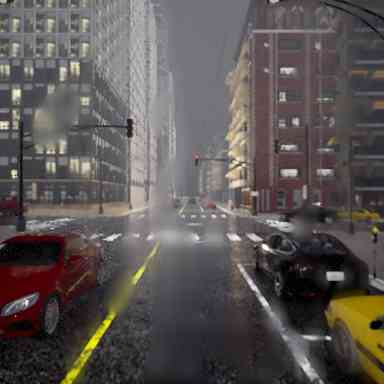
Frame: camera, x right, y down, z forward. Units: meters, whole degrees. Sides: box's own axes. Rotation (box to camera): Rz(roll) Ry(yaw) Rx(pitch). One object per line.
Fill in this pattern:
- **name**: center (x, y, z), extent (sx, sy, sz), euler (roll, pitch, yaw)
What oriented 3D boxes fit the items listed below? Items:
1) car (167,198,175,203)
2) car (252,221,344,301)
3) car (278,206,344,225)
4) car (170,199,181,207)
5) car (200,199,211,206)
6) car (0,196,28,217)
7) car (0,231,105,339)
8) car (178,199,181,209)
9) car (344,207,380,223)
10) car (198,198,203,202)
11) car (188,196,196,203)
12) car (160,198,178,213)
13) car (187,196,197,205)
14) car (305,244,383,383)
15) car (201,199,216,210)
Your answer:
- **car**: center (-5.662, 2.319, 91.508), extent (2.008, 1.369, 4.403), euler (0, -1, 0)
- **car**: center (2.694, 1.633, 8.325), extent (1.947, 1.339, 4.313), euler (0, 0, 0)
- **car**: center (9.742, 1.940, 28.014), extent (4.892, 1.490, 1.837), euler (1, -1, 0)
- **car**: center (-3.035, 2.024, 63.050), extent (1.837, 1.490, 4.892), euler (0, 0, 0)
- **car**: center (2.713, 2.121, 68.912), extent (2.008, 1.369, 4.403), euler (0, 0, 0)
- **car**: center (-17.684, 1.270, 30.397), extent (5.009, 1.841, 2.192), euler (1, -2, 0)
- **car**: center (-3.101, 1.580, 6.796), extent (1.812, 1.442, 4.674), euler (0, -1, 0)
- **car**: center (-3.067, 1.994, 52.635), extent (1.994, 1.385, 4.181), euler (0, 0, 1)
- **car**: center (14.652, 2.079, 30.659), extent (4.829, 1.417, 1.752), euler (1, -2, 0)
- **car**: center (2.710, 2.072, 63.264), extent (2.008, 1.369, 4.403), euler (0, 0, 0)
- **car**: center (0.026, 1.880, 82.921), extent (2.097, 1.767, 4.553), euler (0, -1, 0)
- **car**: center (-3.106, 1.893, 42.616), extent (2.033, 1.411, 5.357), euler (0, 0, -4)
- **car**: center (0.023, 2.121, 72.946), extent (1.812, 1.442, 4.674), euler (0, -1, 0)
- **car**: center (2.693, 1.549, 2.813), extent (1.752, 1.417, 4.829), euler (0, 0, 0)
- **car**: center (2.757, 1.993, 50.347), extent (1.802, 1.307, 4.206), euler (0, 0, 0)
